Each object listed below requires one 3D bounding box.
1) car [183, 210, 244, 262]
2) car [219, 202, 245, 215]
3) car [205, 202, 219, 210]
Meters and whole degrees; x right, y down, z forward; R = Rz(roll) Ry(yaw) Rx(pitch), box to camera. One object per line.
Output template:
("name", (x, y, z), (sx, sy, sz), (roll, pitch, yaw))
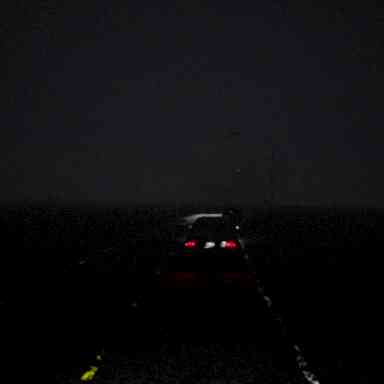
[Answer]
("car", (0.797, 1.652, 12.548), (2.033, 1.411, 5.357), (0, 0, 5))
("car", (4.255, 1.760, 33.688), (1.882, 1.535, 5.008), (0, 0, 13))
("car", (2.952, 1.941, 41.009), (1.895, 1.301, 4.718), (0, 0, 14))
